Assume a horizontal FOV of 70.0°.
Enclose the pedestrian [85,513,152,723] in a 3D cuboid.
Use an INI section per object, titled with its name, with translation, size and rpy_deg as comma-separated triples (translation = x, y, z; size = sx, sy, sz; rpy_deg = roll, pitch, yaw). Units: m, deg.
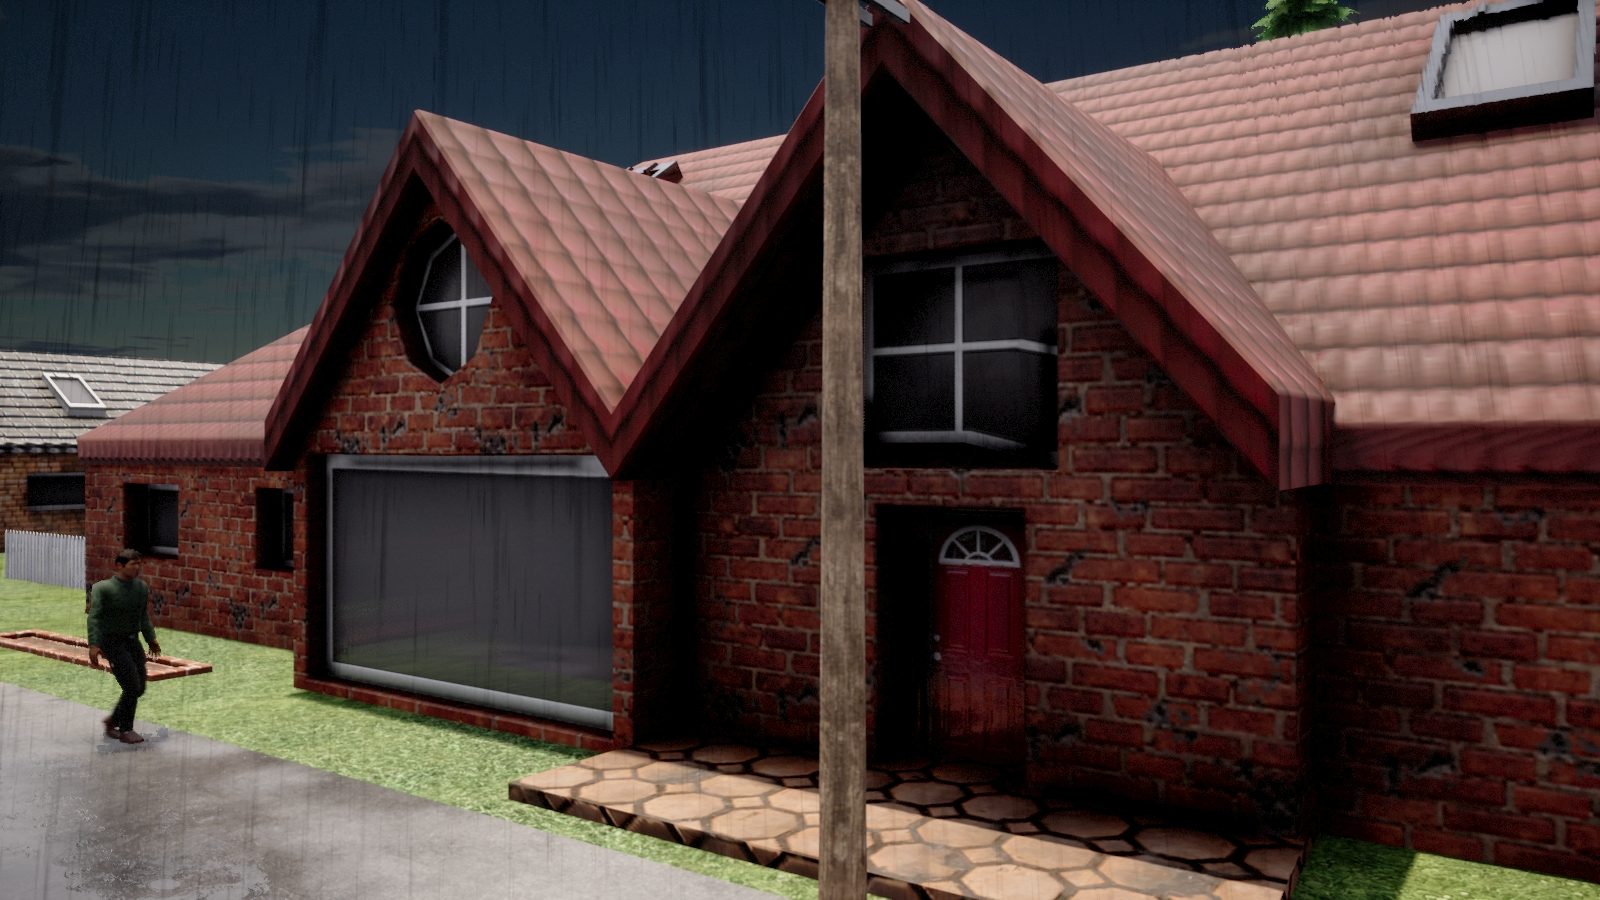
[pedestrian]
translation = -6.259, 1.525, 10.501
size = 0.375, 1.860, 0.375
rpy_deg = 0, 0, 19
